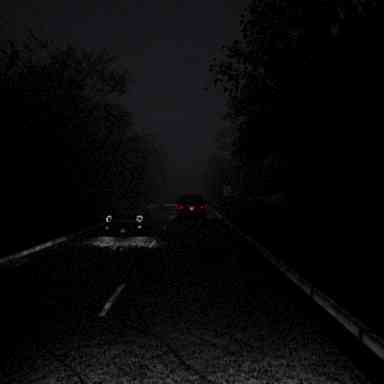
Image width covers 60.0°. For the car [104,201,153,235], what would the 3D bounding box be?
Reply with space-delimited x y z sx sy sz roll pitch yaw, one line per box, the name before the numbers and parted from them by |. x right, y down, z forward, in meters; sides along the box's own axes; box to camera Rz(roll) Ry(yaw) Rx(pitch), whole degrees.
car | -3.450 1.345 18.783 2.097 1.767 4.553 0 0 0

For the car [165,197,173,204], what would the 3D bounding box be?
car | -3.627 1.498 59.126 1.994 1.385 4.181 0 0 0

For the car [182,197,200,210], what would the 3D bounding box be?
car | -0.133 1.460 42.483 2.128 1.511 4.902 0 0 0

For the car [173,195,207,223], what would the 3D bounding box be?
car | -0.038 1.210 25.185 2.150 2.045 5.566 0 0 0
